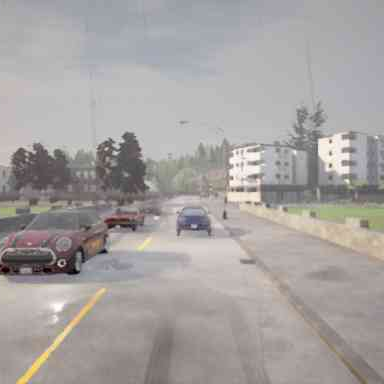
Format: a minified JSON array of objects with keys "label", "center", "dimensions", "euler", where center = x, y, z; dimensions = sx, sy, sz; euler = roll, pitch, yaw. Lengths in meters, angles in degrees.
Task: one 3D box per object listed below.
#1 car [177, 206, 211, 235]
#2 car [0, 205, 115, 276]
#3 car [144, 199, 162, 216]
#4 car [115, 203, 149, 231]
[{"label":"car","center":[0.104,1.524,18.790],"dimensions":[1.812,1.442,4.674],"euler":[0,0,0]},{"label":"car","center":[-4.086,1.351,10.439],"dimensions":[2.097,1.767,4.553],"euler":[0,0,0]},{"label":"car","center":[-4.051,1.502,33.262],"dimensions":[1.837,1.490,4.892],"euler":[0,0,0]},{"label":"car","center":[-4.077,1.599,20.584],"dimensions":[1.895,1.301,4.718],"euler":[0,0,0]}]
